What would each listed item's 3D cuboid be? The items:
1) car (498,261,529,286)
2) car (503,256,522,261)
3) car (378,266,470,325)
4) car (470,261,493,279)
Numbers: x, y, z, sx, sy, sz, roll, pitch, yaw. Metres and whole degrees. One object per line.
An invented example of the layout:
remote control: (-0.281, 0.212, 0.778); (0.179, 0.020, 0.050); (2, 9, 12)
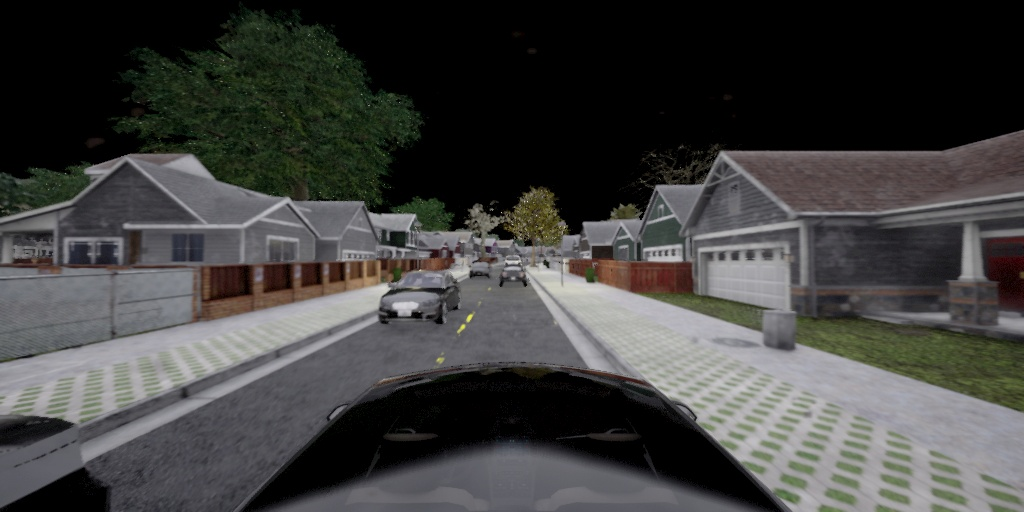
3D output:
car: (0.082, 1.281, 25.351); (1.812, 1.442, 4.674); (0, 0, 0)
car: (0.106, 0.985, 45.121); (2.150, 2.045, 5.566); (0, 0, 0)
car: (-2.835, 1.243, 11.918); (2.128, 1.511, 4.902); (0, 0, 0)
car: (-2.780, 1.263, 32.677); (1.837, 1.490, 4.892); (0, 0, 1)
